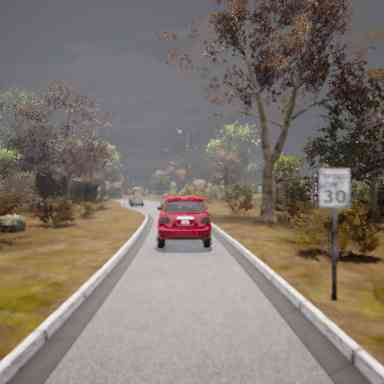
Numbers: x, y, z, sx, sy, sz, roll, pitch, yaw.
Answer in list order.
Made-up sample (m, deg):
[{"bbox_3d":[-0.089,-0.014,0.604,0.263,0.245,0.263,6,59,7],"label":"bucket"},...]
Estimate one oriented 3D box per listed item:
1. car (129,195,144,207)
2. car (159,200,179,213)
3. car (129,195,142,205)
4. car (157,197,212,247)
[{"bbox_3d":[-8.574,1.574,52.091,1.994,1.385,4.181,0,0,-13],"label":"car"},{"bbox_3d":[-2.724,1.609,38.236,1.895,1.301,4.718,0,0,-8],"label":"car"},{"bbox_3d":[-10.241,1.363,59.815,2.097,1.767,4.553,0,0,-13],"label":"car"},{"bbox_3d":[-0.407,1.224,15.134,2.150,2.045,5.566,0,0,-3],"label":"car"}]
